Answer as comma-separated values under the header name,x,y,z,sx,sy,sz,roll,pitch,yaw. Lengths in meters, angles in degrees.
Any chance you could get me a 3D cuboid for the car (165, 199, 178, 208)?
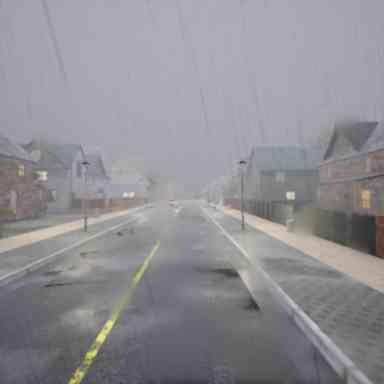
name,x,y,z,sx,sy,sz,roll,pitch,yaw
car,-3.236,1.803,53.311,1.882,1.535,5.008,0,0,-1
